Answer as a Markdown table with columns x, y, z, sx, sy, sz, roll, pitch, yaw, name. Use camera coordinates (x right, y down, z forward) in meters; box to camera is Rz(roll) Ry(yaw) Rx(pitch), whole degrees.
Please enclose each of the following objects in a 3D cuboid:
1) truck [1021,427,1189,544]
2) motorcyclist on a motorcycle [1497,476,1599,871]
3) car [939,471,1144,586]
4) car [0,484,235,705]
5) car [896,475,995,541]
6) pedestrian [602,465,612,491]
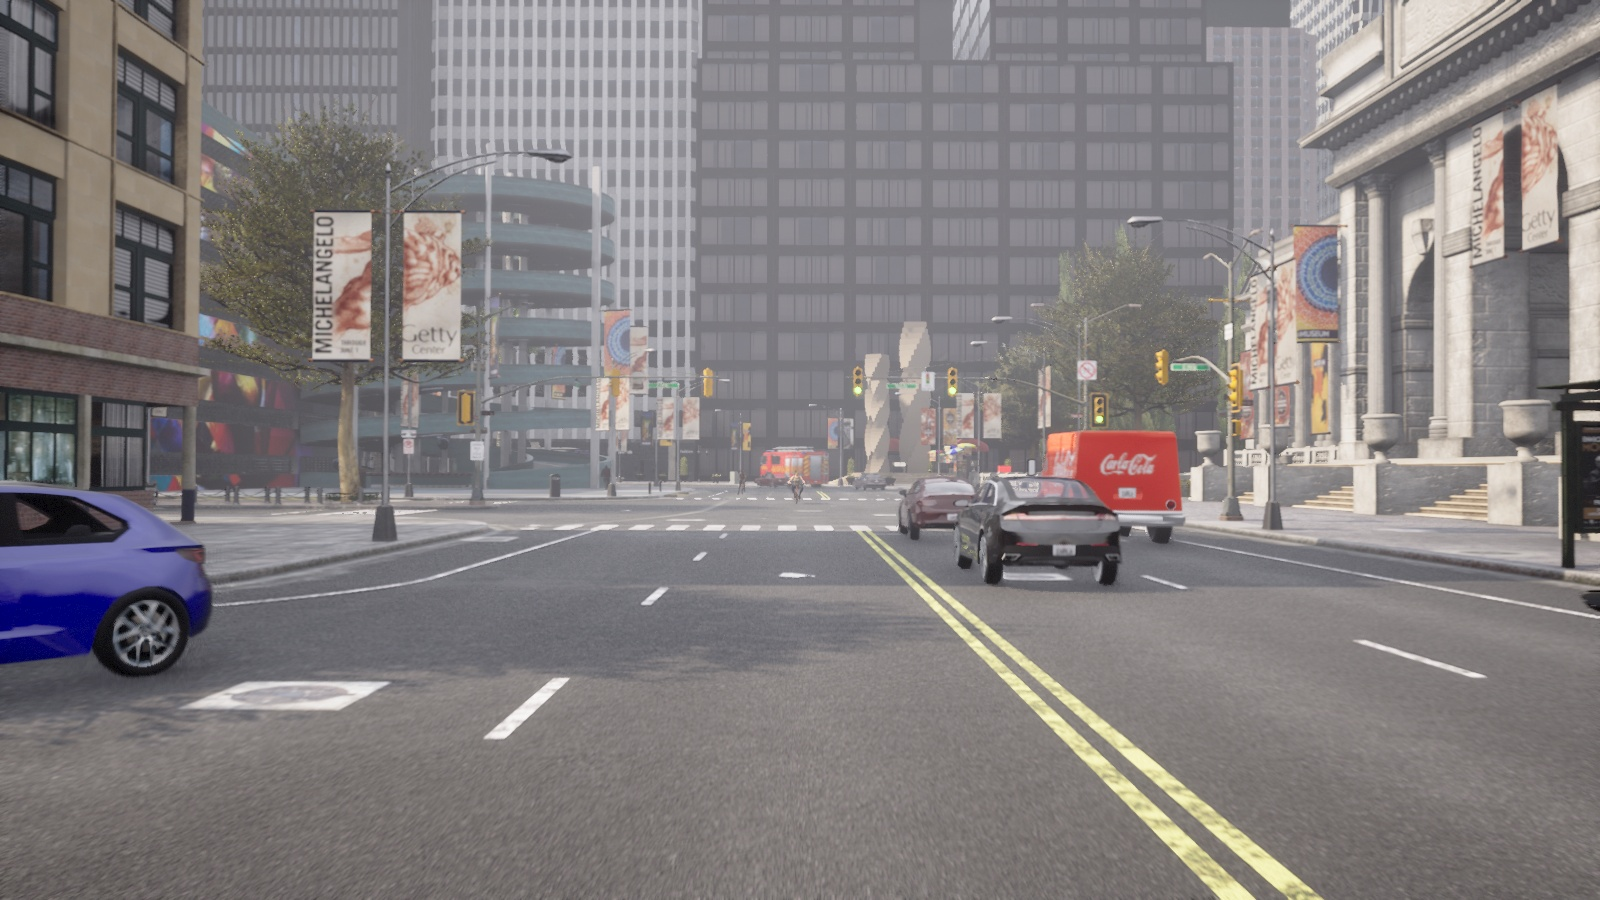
| x | y | z | sx | sy | sz | roll | pitch | yaw | name |
| --- | --- | --- | --- | --- | --- | --- | --- | --- | --- |
| 6.928 | 0.790 | 29.233 | 2.627 | 2.467 | 5.204 | 0 | -1 | 0 | truck |
| 3.489 | 0.859 | 4.524 | 0.797 | 1.523 | 2.044 | 0 | -1 | 0 | motorcyclist on a motorcycle |
| 3.454 | 1.075 | 18.995 | 2.128 | 1.511 | 4.902 | 0 | -1 | 0 | car |
| -6.429 | 1.000 | 8.742 | 1.816 | 1.474 | 4.193 | -1 | -1 | 36 | car |
| 3.427 | 1.335 | 30.358 | 1.812 | 1.442 | 4.674 | 0 | -1 | 0 | car |
| -13.795 | 2.031 | 89.863 | 0.634 | 1.844 | 0.899 | 0 | -1 | -2 | pedestrian |
